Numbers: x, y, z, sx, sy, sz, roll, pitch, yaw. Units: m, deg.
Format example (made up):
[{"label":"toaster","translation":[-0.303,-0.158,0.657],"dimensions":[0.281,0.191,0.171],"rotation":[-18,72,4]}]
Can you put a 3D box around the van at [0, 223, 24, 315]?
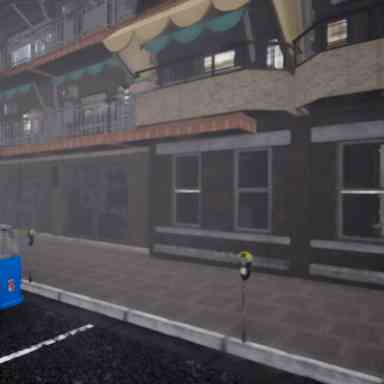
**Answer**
[{"label":"van","translation":[-4.922,1.405,6.365],"dimensions":[3.998,1.788,1.690],"rotation":[-1,0,35]}]
